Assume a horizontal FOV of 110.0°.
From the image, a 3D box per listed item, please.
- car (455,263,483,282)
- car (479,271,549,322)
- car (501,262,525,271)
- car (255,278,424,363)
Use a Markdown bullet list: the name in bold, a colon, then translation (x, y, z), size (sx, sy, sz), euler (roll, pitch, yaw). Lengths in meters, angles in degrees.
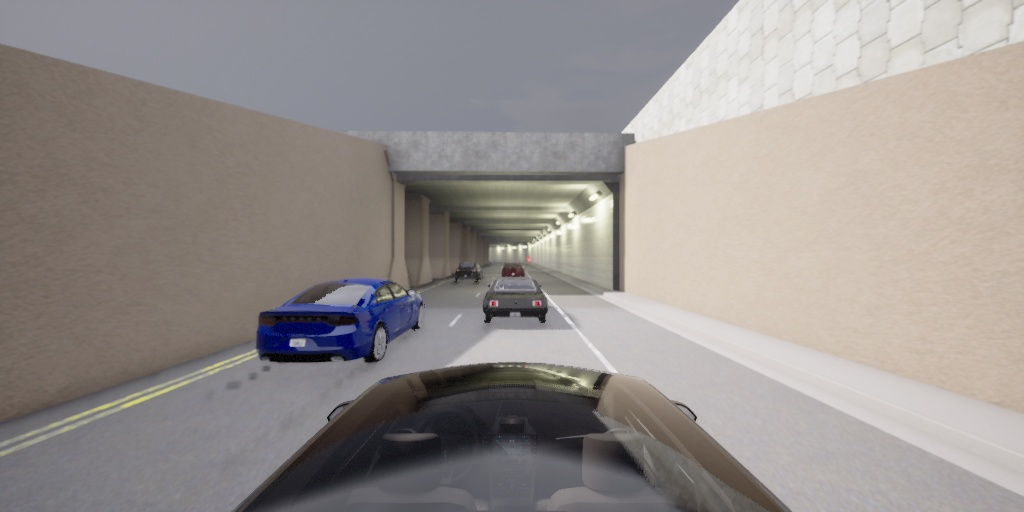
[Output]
- **car**: translation (-3.403, 1.261, 28.796), size (2.128, 1.511, 4.902), euler (0, 0, 0)
- **car**: translation (0.098, 1.358, 12.220), size (1.895, 1.301, 4.718), euler (0, 0, 0)
- **car**: translation (0.097, 1.248, 30.364), size (1.882, 1.535, 5.008), euler (0, 0, 0)
- **car**: translation (-3.406, 1.232, 8.176), size (1.882, 1.535, 5.008), euler (0, 0, 0)
